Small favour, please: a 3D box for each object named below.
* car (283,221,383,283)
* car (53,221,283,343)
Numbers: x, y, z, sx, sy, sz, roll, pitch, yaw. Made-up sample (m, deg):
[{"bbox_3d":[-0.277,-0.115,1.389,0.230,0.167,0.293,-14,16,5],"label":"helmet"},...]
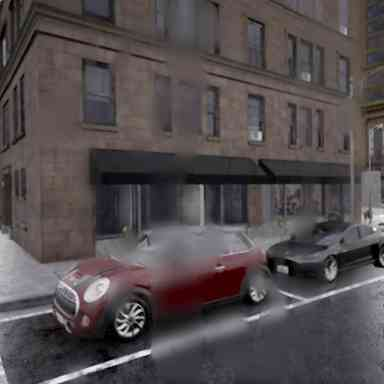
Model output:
[{"bbox_3d":[4.030,1.546,9.574,4.313,1.339,1.947,0,-1,-36],"label":"car"},{"bbox_3d":[-0.442,1.432,6.361,4.097,1.590,1.967,0,-1,-36],"label":"car"}]
